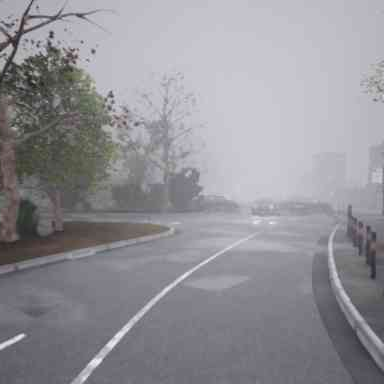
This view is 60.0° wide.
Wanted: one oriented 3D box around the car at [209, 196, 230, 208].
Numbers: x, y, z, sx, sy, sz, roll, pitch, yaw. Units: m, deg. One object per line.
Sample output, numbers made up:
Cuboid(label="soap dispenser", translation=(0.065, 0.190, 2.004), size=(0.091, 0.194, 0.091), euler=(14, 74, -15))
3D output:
Cuboid(label="car", translation=(4.815, 1.799, 58.393), size=(2.150, 2.045, 5.566), euler=(0, -2, -12))

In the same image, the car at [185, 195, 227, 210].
Cuboid(label="car", translation=(1.958, 1.519, 47.826), size=(5.566, 2.045, 2.435), euler=(0, -1, -13))

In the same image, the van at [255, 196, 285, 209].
Cuboid(label="van", translation=(12.819, 1.747, 54.887), size=(4.442, 1.987, 1.878), euler=(0, -1, -12))

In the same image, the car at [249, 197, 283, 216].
Cuboid(label="car", translation=(7.649, 1.455, 34.026), size=(2.097, 1.767, 4.553), euler=(0, -1, 22))

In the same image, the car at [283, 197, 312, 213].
Cuboid(label="car", translation=(11.960, 1.693, 40.045), size=(2.128, 1.511, 4.902), euler=(1, -1, -7))

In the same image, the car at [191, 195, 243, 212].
Cuboid(label="car", translation=(3.153, 1.426, 42.497), size=(5.566, 2.045, 2.435), euler=(0, -1, -13))

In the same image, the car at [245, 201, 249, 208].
Cuboid(label="car", translation=(12.250, 1.924, 57.868), size=(4.553, 1.767, 2.185), euler=(0, -2, -12))

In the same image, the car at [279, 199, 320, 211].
Cuboid(label="car", translation=(14.901, 1.789, 46.015), size=(5.008, 1.535, 2.097), euler=(0, -1, -13))

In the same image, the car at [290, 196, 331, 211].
Cuboid(label="car", translation=(15.540, 1.614, 43.049), size=(4.553, 1.767, 2.185), euler=(0, -1, -13))

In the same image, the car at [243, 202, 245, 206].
Cuboid(label="car", translation=(7.346, 2.211, 61.183), size=(2.033, 1.411, 5.357), euler=(1, -2, -20))
